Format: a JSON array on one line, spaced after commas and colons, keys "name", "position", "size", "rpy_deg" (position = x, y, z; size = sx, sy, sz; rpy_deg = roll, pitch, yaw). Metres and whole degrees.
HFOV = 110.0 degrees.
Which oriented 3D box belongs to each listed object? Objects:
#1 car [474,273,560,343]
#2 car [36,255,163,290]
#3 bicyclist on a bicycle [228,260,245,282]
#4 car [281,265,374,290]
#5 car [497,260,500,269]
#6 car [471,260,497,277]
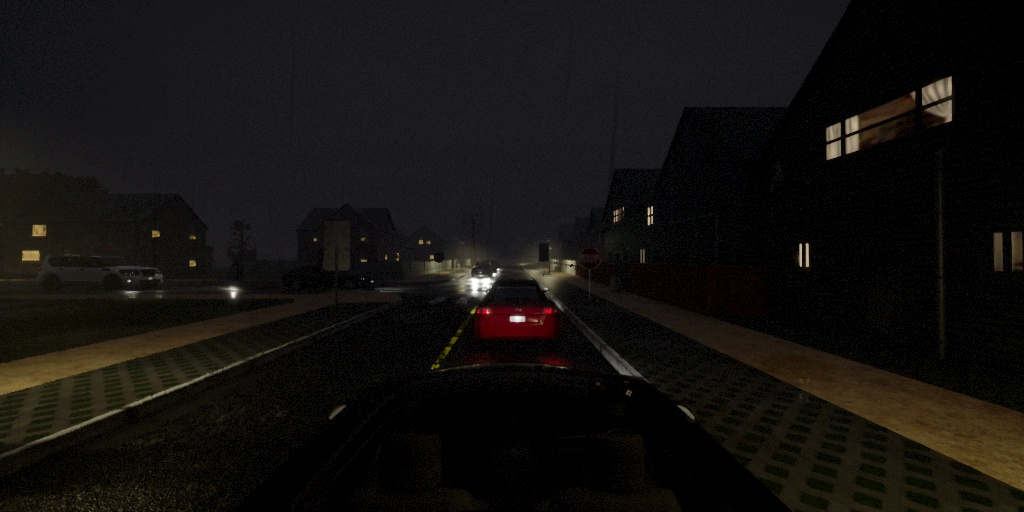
[{"name": "car", "position": [0.092, 1.316, 9.660], "size": [1.994, 1.385, 4.181], "rpy_deg": [0, 0, -1]}, {"name": "car", "position": [-23.459, 0.956, 20.516], "size": [5.566, 2.045, 2.150], "rpy_deg": [0, -1, 0]}, {"name": "bicyclist on a bicycle", "position": [-20.251, 1.101, 26.399], "size": [0.582, 1.620, 1.656], "rpy_deg": [0, 0, -1]}, {"name": "car", "position": [-10.599, 1.246, 20.842], "size": [4.892, 1.490, 1.837], "rpy_deg": [0, -1, -4]}, {"name": "car", "position": [-2.914, 1.245, 44.817], "size": [1.882, 1.535, 5.008], "rpy_deg": [0, 0, 0]}, {"name": "car", "position": [-2.903, 1.253, 35.500], "size": [2.128, 1.511, 4.902], "rpy_deg": [0, 0, 0]}]
